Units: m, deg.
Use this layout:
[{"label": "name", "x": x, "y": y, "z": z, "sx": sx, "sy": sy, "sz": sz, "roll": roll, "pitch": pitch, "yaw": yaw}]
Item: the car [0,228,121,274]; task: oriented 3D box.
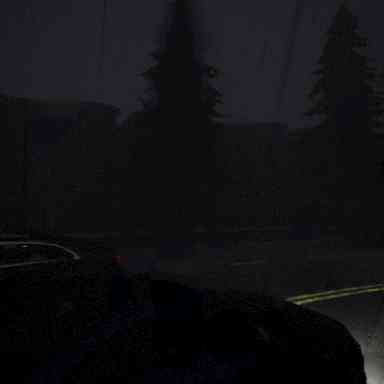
[{"label": "car", "x": -3.546, "y": 1.453, "z": 5.529, "sx": 4.902, "sy": 1.511, "sz": 2.128, "roll": 1, "pitch": 0, "yaw": -33}]

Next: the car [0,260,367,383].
[{"label": "car", "x": -0.187, "y": 1.565, "z": 3.266, "sx": 4.181, "sy": 1.385, "sz": 1.994, "roll": 1, "pitch": 0, "yaw": -33}]

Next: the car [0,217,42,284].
[{"label": "car", "x": -6.261, "y": 1.457, "z": 7.892, "sx": 4.674, "sy": 1.442, "sz": 1.812, "roll": 1, "pitch": 0, "yaw": -34}]
